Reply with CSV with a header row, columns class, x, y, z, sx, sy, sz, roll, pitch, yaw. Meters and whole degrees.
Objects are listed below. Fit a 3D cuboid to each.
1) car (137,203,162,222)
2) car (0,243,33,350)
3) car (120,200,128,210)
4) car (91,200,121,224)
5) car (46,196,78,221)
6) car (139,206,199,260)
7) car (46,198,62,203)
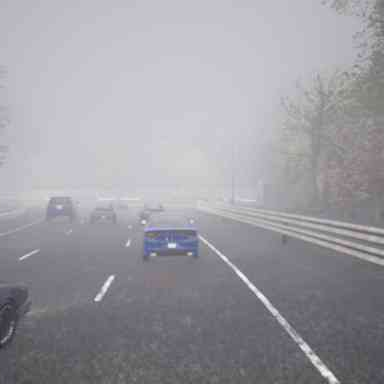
class,x,y,z,sx,sy,sz,roll,pitch,yaw
car,-3.030,1.592,25.015,2.128,1.511,4.902,0,0,-13
car,-3.542,1.576,3.172,2.033,1.411,5.357,0,0,-2
car,-10.415,1.757,46.532,2.033,1.411,5.357,0,0,-25
car,-6.886,1.614,26.075,2.128,1.511,4.902,0,0,-14
car,-11.222,1.375,28.938,2.150,2.045,5.566,0,0,-16
car,-0.915,1.526,12.804,1.882,1.535,5.008,0,0,-7
car,-33.079,2.027,79.432,4.718,1.301,1.895,0,0,45
